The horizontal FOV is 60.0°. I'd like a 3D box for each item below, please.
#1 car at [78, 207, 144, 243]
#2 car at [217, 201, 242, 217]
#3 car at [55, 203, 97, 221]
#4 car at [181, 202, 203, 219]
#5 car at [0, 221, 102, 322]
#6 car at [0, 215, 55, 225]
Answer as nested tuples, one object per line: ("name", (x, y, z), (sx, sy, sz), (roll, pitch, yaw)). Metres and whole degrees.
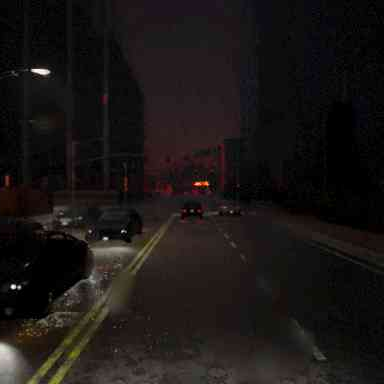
("car", (-3.581, 1.552, 16.461), (2.033, 1.411, 5.357), (0, 0, 0))
("car", (3.527, 1.537, 31.800), (1.812, 1.442, 4.674), (0, 0, 1))
("car", (-7.065, 1.498, 20.993), (2.128, 1.511, 4.902), (0, 0, 0))
("car", (0.004, 1.557, 28.955), (2.033, 1.411, 5.357), (0, 0, 0))
("car", (-3.597, 1.565, 7.222), (1.994, 1.385, 4.181), (0, 0, 0))
("car", (-7.090, 1.567, 12.389), (1.994, 1.385, 4.181), (0, 0, 0))
